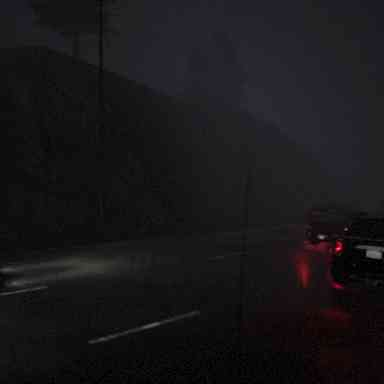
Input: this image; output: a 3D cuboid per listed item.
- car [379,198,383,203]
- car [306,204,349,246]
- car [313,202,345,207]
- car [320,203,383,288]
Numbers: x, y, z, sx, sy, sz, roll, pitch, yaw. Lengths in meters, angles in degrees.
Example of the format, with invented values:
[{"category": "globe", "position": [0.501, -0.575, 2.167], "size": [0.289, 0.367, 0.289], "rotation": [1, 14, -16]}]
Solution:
[{"category": "car", "position": [20.527, 1.257, 34.167], "size": [1.882, 1.535, 5.008], "rotation": [0, 0, 37]}, {"category": "car", "position": [6.478, 1.449, 13.769], "size": [4.674, 1.442, 1.812], "rotation": [-1, 0, -42]}, {"category": "car", "position": [8.940, 1.393, 20.892], "size": [4.892, 1.490, 1.837], "rotation": [0, 0, -45]}, {"category": "car", "position": [5.393, 1.297, 8.221], "size": [4.553, 1.767, 2.097], "rotation": [0, 0, -40]}]
